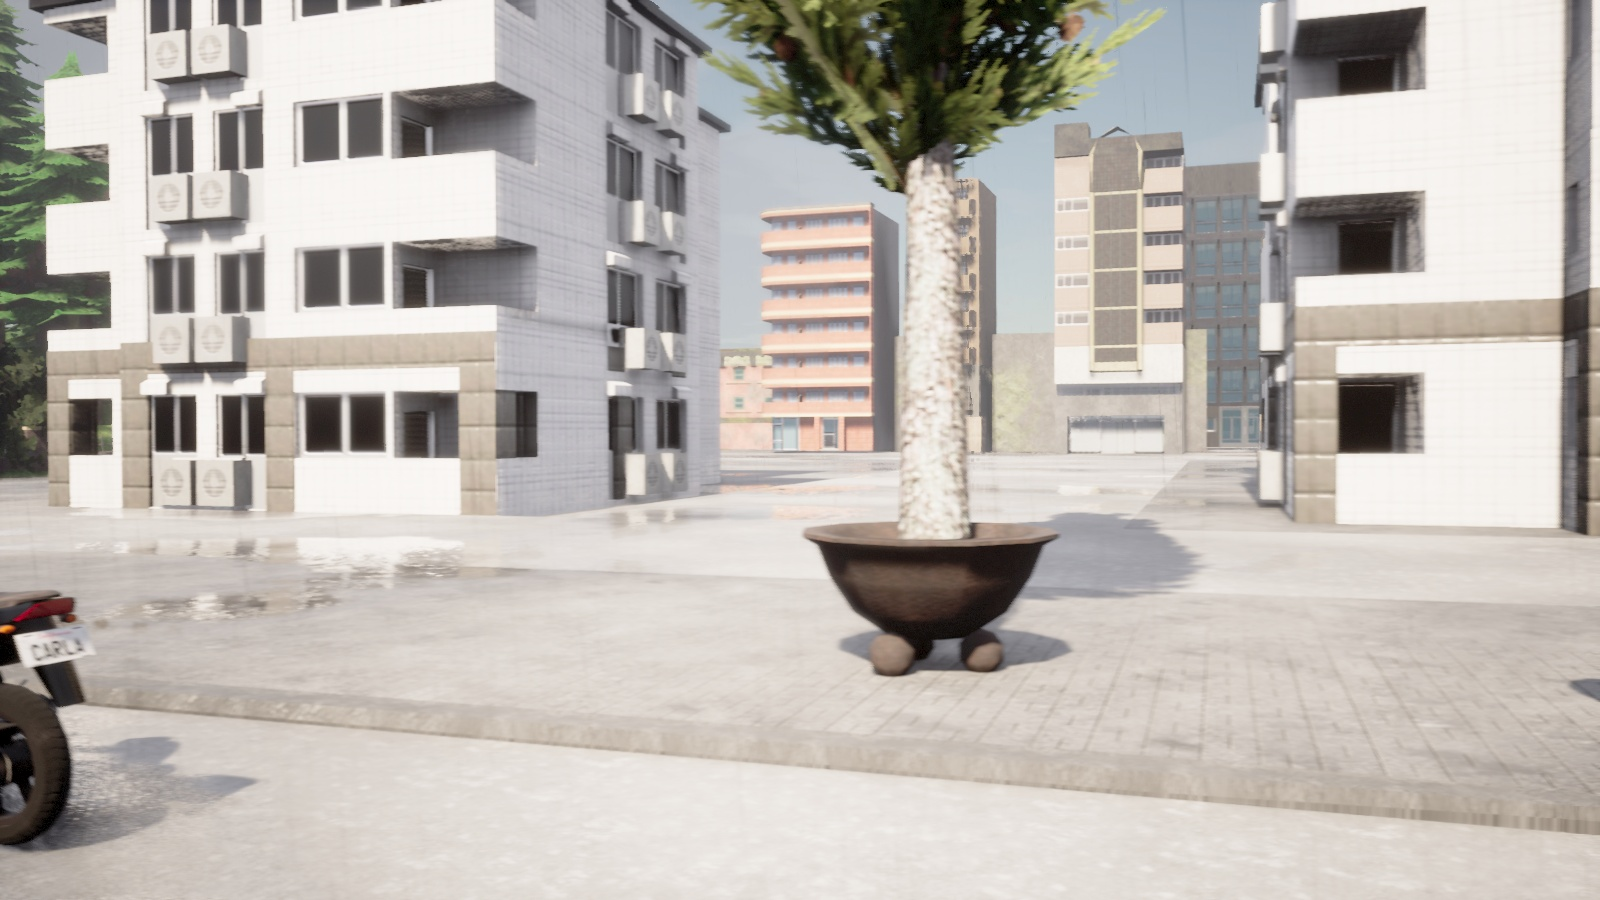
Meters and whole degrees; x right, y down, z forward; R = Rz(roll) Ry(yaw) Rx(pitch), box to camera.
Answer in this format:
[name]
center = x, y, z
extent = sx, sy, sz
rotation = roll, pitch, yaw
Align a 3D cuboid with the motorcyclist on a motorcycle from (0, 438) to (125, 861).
[motorcyclist on a motorcycle]
center = -3.815, 0.714, 4.999
extent = 2.044, 1.523, 0.797
rotation = 1, 1, 18
